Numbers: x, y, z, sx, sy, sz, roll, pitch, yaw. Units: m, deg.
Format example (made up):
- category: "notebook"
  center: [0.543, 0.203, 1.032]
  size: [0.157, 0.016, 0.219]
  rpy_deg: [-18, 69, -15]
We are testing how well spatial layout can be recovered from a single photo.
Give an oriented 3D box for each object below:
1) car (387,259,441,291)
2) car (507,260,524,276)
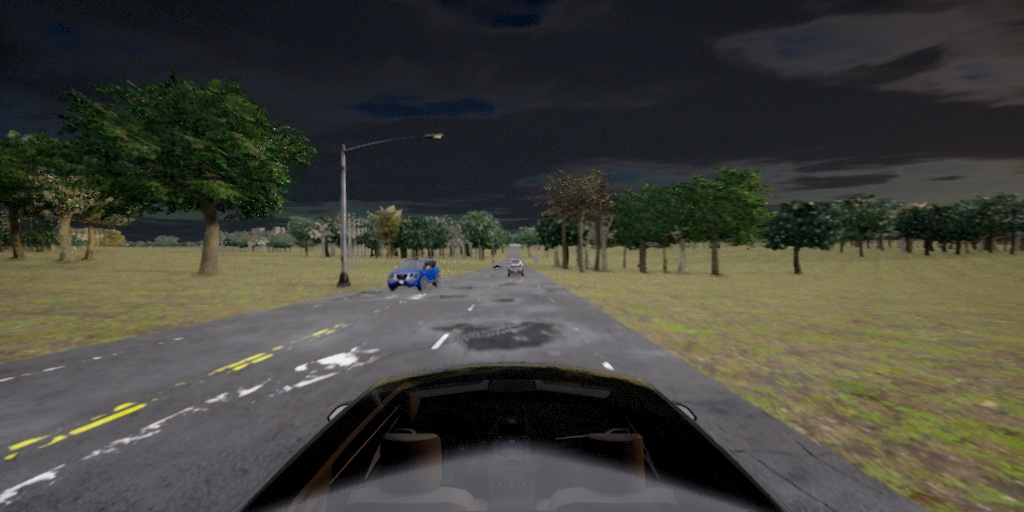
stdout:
- category: "car"
  center: [-6.532, 1.241, 24.533]
  size: [2.150, 2.045, 5.566]
  rpy_deg: [-1, -1, 4]
- category: "car"
  center: [0.447, 1.601, 43.566]
  size: [2.128, 1.511, 4.902]
  rpy_deg: [-1, -1, 1]
